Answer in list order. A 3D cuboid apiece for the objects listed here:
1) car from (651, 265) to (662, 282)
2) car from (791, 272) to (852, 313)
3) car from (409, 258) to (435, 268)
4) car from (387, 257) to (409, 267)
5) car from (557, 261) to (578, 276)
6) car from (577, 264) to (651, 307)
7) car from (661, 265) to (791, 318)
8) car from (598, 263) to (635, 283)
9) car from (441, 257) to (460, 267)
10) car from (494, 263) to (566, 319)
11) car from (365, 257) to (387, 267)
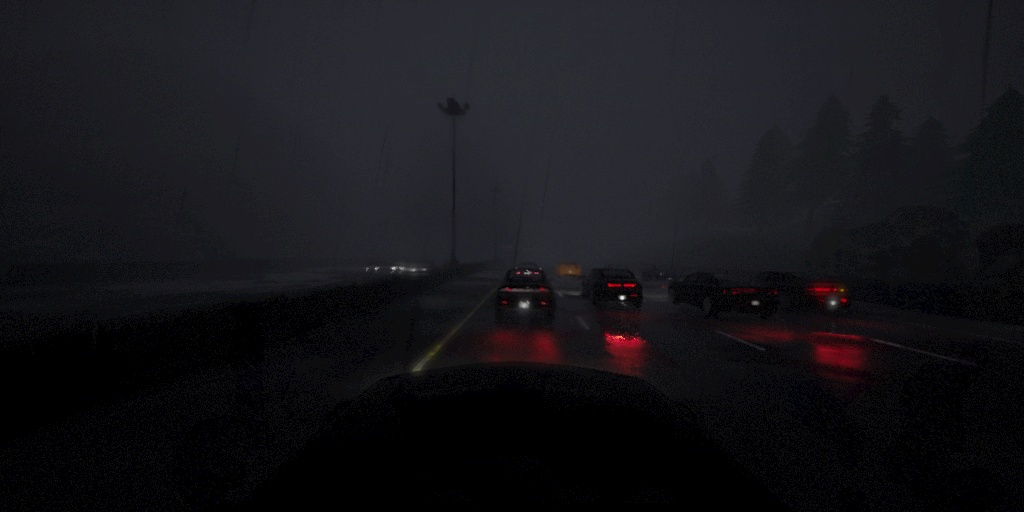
[{"bbox_3d":[11.795,1.387,28.734,1.895,1.301,4.718,1,0,3],"label":"car"},{"bbox_3d":[11.124,1.349,14.673,1.837,1.490,4.892,1,0,3],"label":"car"},{"bbox_3d":[-11.912,0.913,48.776,1.895,1.301,4.718,1,0,3],"label":"car"},{"bbox_3d":[-15.340,0.816,50.156,1.994,1.385,4.181,1,0,3],"label":"car"},{"bbox_3d":[4.956,1.140,31.877,1.882,1.535,5.008,1,0,3],"label":"car"},{"bbox_3d":[4.158,1.237,15.473,1.837,1.490,4.892,1,1,3],"label":"car"},{"bbox_3d":[7.550,1.273,13.388,1.882,1.535,5.008,1,0,3],"label":"car"},{"bbox_3d":[8.300,1.331,28.905,1.895,1.301,4.718,1,0,3],"label":"car"},{"bbox_3d":[-8.364,0.889,49.597,1.812,1.442,4.674,1,0,3],"label":"car"},{"bbox_3d":[0.492,1.181,12.540,2.128,1.511,4.902,1,0,3],"label":"car"},{"bbox_3d":[-18.836,0.760,50.243,1.994,1.385,4.181,1,0,3],"label":"car"}]
